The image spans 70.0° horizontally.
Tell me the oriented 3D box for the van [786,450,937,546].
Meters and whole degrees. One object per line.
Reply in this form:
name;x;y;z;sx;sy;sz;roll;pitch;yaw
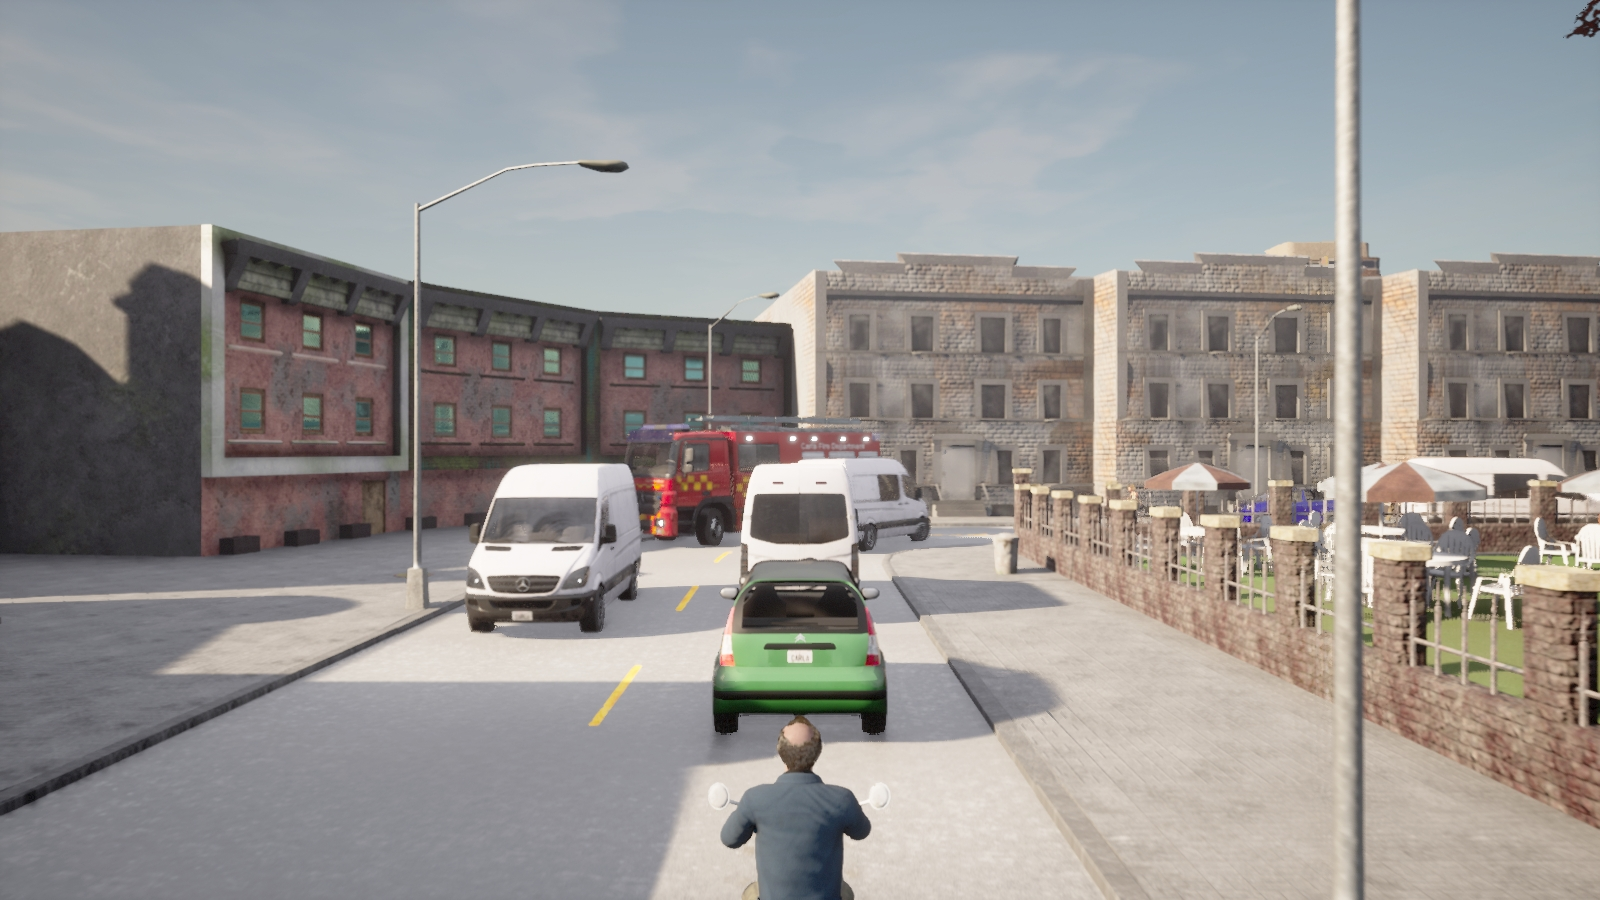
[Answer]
van;1.961;1.314;33.668;1.988;2.561;5.915;-2;-1;29

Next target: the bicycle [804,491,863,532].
bicycle;1.044;1.938;35.933;1.835;1.271;0.329;0;0;0

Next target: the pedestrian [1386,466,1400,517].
pedestrian;21.844;1.520;42.086;0.375;1.860;0.375;0;0;-41

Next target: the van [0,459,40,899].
van;-4.008;1.314;1.574;1.988;2.561;5.915;0;0;0

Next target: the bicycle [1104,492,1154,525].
bicycle;11.461;2.033;39.870;1.487;1.080;0.859;1;0;0

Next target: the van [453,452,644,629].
van;-4.047;1.314;19.512;1.988;2.561;5.915;0;0;0

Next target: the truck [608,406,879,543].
truck;-1.590;0.669;35.841;8.468;3.827;2.891;0;0;-40

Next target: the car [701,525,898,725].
car;-0.006;1.779;12.737;1.851;1.617;3.988;0;0;0

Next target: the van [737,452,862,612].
van;-0.011;1.313;21.205;1.988;2.561;5.915;0;0;0

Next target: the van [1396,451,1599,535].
van;22.246;1.312;35.940;5.915;2.561;1.988;0;0;1

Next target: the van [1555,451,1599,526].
van;29.988;1.313;39.894;5.915;2.561;1.988;0;0;0
